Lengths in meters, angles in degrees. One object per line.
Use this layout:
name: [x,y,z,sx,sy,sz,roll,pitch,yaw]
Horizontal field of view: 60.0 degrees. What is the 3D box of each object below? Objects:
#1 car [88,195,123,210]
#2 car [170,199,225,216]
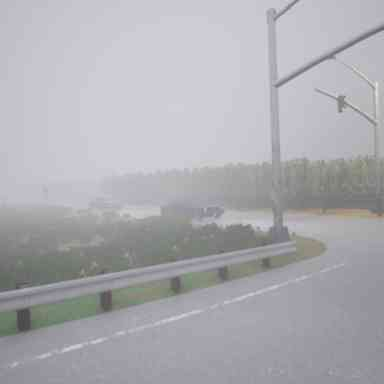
car: [-8.413,1.080,32.070,1.837,1.490,4.892,-4,3,-40]
car: [-0.035,1.124,22.274,1.895,1.301,4.718,-4,2,-41]
